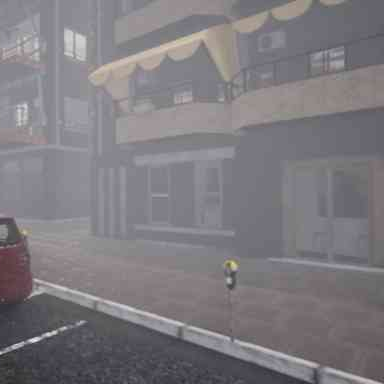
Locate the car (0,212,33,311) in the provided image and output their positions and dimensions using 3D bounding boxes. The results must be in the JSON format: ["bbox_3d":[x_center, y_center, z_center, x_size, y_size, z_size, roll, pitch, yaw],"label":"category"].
[{"bbox_3d":[-5.041,1.232,6.342,5.009,1.841,2.192,1,-1,36],"label":"car"}]
